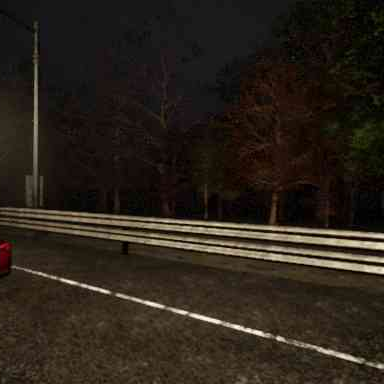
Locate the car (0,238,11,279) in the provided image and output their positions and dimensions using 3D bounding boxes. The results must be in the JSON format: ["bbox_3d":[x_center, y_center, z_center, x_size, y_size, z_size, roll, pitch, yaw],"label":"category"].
[{"bbox_3d":[-6.558,1.443,8.128,4.792,1.488,2.163,0,0,27],"label":"car"}]
